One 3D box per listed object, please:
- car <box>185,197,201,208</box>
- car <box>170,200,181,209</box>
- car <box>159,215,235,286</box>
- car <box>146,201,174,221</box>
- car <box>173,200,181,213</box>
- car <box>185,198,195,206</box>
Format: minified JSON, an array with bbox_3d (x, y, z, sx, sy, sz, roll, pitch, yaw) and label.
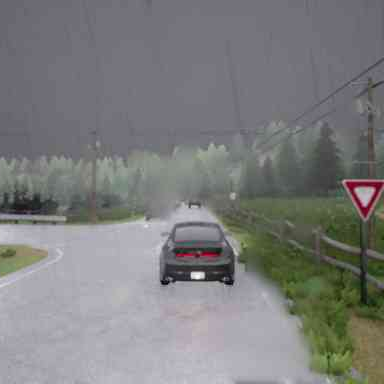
[{"bbox_3d":[0.404,1.903,61.005,2.150,2.045,5.566,0,-2,-2],"label":"car"},{"bbox_3d":[-2.942,2.202,59.748,1.812,1.442,4.674,0,-1,-1],"label":"car"},{"bbox_3d":[0.130,1.616,9.735,1.837,1.490,4.892,0,-1,0],"label":"car"},{"bbox_3d":[-3.104,1.857,31.074,1.837,1.490,4.892,0,-1,2],"label":"car"},{"bbox_3d":[-2.885,1.999,44.788,2.128,1.511,4.902,0,-1,1],"label":"car"},{"bbox_3d":[-0.507,2.220,76.424,2.097,1.767,4.553,0,-1,-5],"label":"car"}]
